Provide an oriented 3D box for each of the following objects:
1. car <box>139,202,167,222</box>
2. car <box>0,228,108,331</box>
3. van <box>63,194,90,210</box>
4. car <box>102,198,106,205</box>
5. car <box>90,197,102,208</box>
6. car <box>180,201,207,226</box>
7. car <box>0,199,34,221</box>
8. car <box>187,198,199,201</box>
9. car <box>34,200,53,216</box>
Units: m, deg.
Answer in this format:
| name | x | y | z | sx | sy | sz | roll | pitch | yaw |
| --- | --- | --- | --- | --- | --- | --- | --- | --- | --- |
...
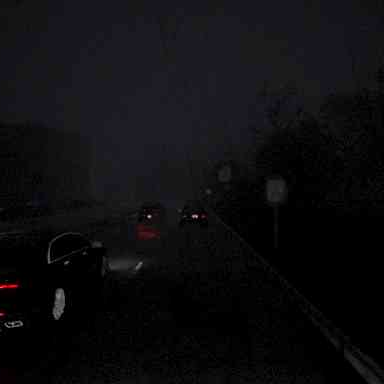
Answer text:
| name | x | y | z | sx | sy | sz | roll | pitch | yaw |
| --- | --- | --- | --- | --- | --- | --- | --- | --- | --- |
| car | -3.143 | 1.540 | 27.024 | 1.837 | 1.490 | 4.892 | 0 | 0 | 0 |
| car | -3.148 | 1.514 | 6.987 | 1.837 | 1.490 | 4.892 | 0 | 0 | 0 |
| van | -15.541 | 1.293 | 44.078 | 1.878 | 1.987 | 4.442 | 0 | 0 | 0 |
| car | -15.584 | 1.576 | 55.186 | 2.002 | 1.452 | 4.674 | -2 | 0 | 0 |
| car | -15.555 | 1.557 | 49.690 | 2.163 | 1.488 | 4.792 | 0 | 0 | 0 |
| car | 0.100 | 1.578 | 23.484 | 2.033 | 1.411 | 5.357 | 0 | 0 | 0 |
| car | -15.504 | 1.368 | 27.526 | 2.185 | 1.767 | 4.553 | 0 | 0 | 0 |
| car | 0.110 | 1.547 | 42.504 | 2.128 | 1.511 | 4.902 | 0 | 0 | 0 |
| car | -15.517 | 1.542 | 33.147 | 2.002 | 1.452 | 4.674 | 0 | 0 | 0 |
